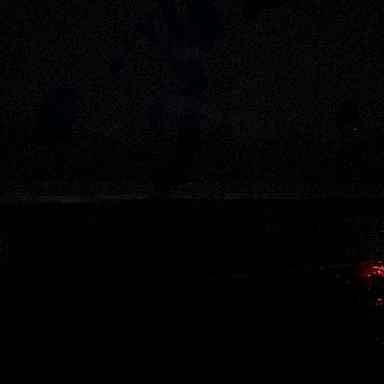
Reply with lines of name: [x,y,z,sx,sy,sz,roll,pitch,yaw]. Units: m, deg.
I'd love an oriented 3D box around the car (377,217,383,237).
car: [9.956,1.366,13.626,4.892,1.490,1.837,0,1,-19]
